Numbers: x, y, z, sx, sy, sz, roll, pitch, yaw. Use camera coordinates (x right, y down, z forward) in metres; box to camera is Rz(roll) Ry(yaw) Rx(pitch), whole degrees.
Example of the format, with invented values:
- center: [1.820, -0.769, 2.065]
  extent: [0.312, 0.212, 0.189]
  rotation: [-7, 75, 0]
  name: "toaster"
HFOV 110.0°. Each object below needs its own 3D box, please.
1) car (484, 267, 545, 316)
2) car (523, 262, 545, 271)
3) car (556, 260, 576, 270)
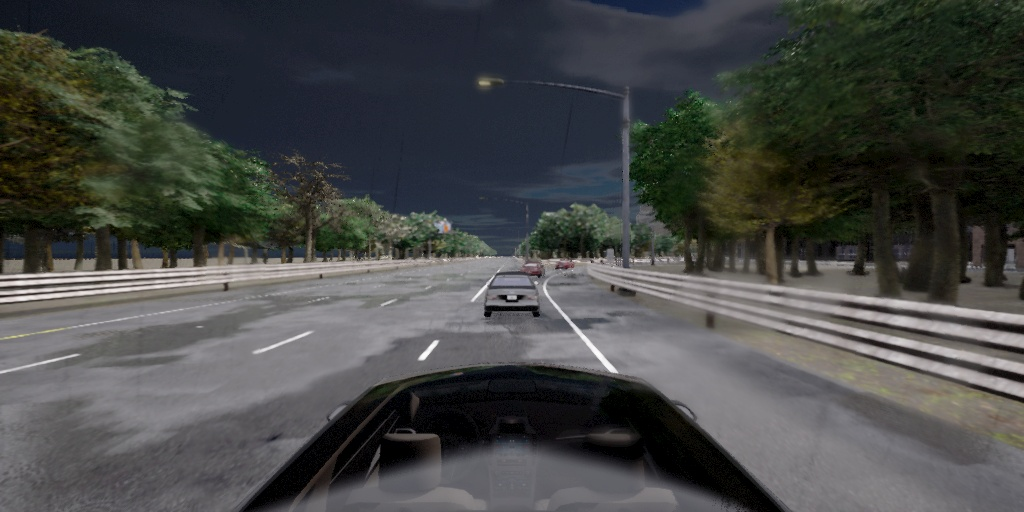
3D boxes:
- center: [0.006, 1.286, 13.205]
  extent: [2.033, 1.411, 5.357]
  rotation: [0, 0, 0]
  name: "car"
- center: [1.939, 1.244, 33.052]
  extent: [1.812, 1.442, 4.674]
  rotation: [0, 0, 11]
  name: "car"
- center: [7.486, 1.223, 50.177]
  extent: [1.812, 1.442, 4.674]
  rotation: [0, 0, 24]
  name: "car"
